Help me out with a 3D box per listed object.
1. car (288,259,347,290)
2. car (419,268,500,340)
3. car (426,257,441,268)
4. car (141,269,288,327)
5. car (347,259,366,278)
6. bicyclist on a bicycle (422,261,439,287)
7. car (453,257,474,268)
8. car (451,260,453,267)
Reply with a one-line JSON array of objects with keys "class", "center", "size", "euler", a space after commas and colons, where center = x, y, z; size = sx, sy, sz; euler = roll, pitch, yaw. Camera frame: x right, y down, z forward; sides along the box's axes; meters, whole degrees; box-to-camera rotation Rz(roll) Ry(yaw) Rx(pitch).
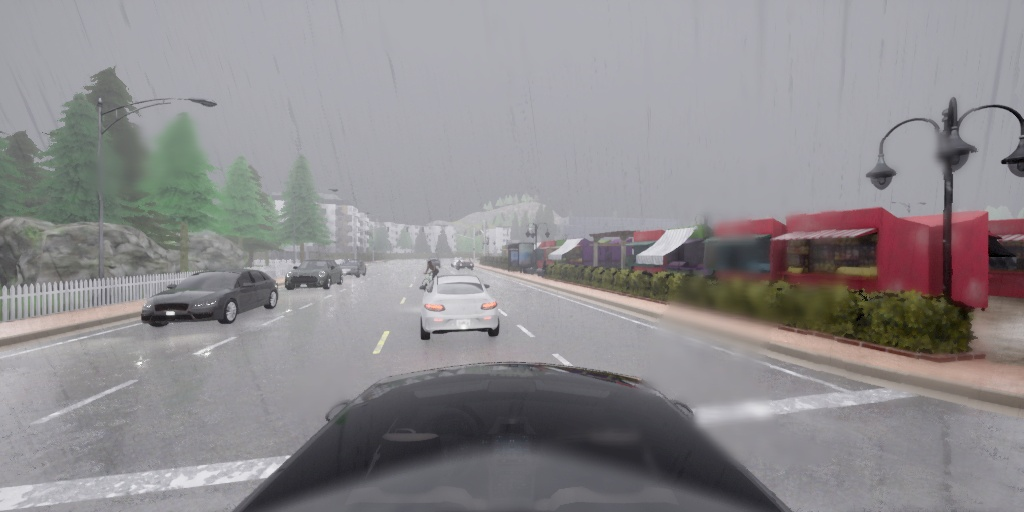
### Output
[{"class": "car", "center": [-11.490, 0.966, 21.073], "size": [2.097, 1.767, 4.553], "euler": [0, 0, -13]}, {"class": "car", "center": [-1.521, 1.225, 9.807], "size": [1.812, 1.442, 4.674], "euler": [0, 0, -13]}, {"class": "car", "center": [-11.096, 0.898, 50.810], "size": [1.837, 1.490, 4.892], "euler": [0, 0, -13]}, {"class": "car", "center": [-9.241, 1.190, 11.483], "size": [1.837, 1.490, 4.892], "euler": [0, 0, -13]}, {"class": "car", "center": [-13.734, 1.034, 30.684], "size": [2.128, 1.511, 4.902], "euler": [0, 0, -13]}, {"class": "bicyclist on a bicycle", "center": [-4.401, 1.078, 19.642], "size": [0.582, 1.620, 1.656], "euler": [0, 1, 25]}, {"class": "car", "center": [-5.830, 1.048, 43.775], "size": [1.895, 1.301, 4.718], "euler": [0, 0, -13]}, {"class": "car", "center": [-7.890, 0.906, 52.647], "size": [1.812, 1.442, 4.674], "euler": [0, 0, -13]}]
